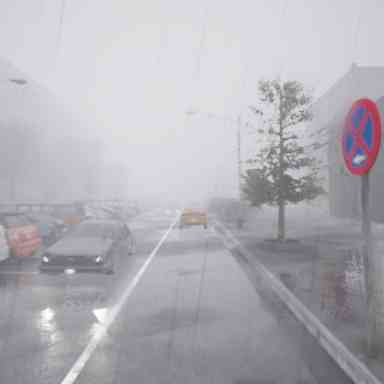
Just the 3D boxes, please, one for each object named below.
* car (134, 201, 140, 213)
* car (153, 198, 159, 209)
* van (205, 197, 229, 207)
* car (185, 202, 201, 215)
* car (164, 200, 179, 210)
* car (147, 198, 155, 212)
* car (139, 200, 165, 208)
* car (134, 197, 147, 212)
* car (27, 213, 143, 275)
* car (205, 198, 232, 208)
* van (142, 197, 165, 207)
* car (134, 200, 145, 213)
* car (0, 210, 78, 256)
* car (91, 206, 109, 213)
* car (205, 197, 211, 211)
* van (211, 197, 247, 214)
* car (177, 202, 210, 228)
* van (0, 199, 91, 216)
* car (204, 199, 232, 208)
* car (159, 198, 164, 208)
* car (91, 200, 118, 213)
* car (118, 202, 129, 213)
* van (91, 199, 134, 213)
[{"bbox_3d":[-7.644,1.813,30.759,4.892,1.521,2.231,0,-1,0],"label":"car"},{"bbox_3d":[-7.817,1.989,47.521,5.366,1.575,1.946,0,-1,0],"label":"car"},{"bbox_3d":[4.822,1.975,64.522,4.442,1.987,1.878,0,-1,0],"label":"van"},{"bbox_3d":[0.116,2.011,41.544,1.994,1.385,4.181,0,-1,0],"label":"car"},{"bbox_3d":[-3.039,2.060,54.111,1.882,1.535,5.008,0,-1,0],"label":"car"},{"bbox_3d":[-7.819,1.929,41.934,5.366,1.575,1.946,0,-1,0],"label":"car"},{"bbox_3d":[-7.655,2.225,64.260,4.792,1.488,2.163,0,-1,0],"label":"car"},{"bbox_3d":[-7.604,1.746,36.346,4.553,1.767,2.185,0,-1,0],"label":"car"},{"bbox_3d":[-3.095,1.668,11.119,2.033,1.411,5.357,0,-1,0],"label":"car"},{"bbox_3d":[4.672,1.988,58.955,4.553,1.767,2.185,0,-1,0],"label":"car"},{"bbox_3d":[-7.741,2.042,67.052,4.442,1.987,1.878,0,-1,0],"label":"van"},{"bbox_3d":[-7.631,1.843,33.554,4.892,1.521,2.231,0,-1,0],"label":"car"},{"bbox_3d":[-7.672,1.662,13.997,4.792,1.488,2.163,0,-1,0],"label":"car"},{"bbox_3d":[-7.640,1.732,19.586,4.674,1.452,2.002,0,-1,0],"label":"car"},{"bbox_3d":[4.887,2.079,56.035,5.366,1.575,1.946,0,-1,0],"label":"car"},{"bbox_3d":[4.812,1.678,39.417,4.442,1.987,1.878,0,-1,0],"label":"van"},{"bbox_3d":[0.110,1.742,24.526,1.882,1.535,5.008,0,0,0],"label":"car"},{"bbox_3d":[-7.760,1.436,16.795,4.442,1.987,1.878,0,-1,0],"label":"van"},{"bbox_3d":[4.709,2.148,61.743,5.008,1.535,2.097,0,-1,0],"label":"car"},{"bbox_3d":[-7.599,2.111,55.901,4.792,1.488,2.163,0,-1,0],"label":"car"},{"bbox_3d":[-7.672,1.596,22.380,4.553,1.767,2.185,0,-1,0],"label":"car"},{"bbox_3d":[-7.635,1.750,25.048,5.008,1.535,2.097,0,-1,0],"label":"car"},{"bbox_3d":[-7.522,1.556,27.969,4.442,1.987,1.878,0,-1,0],"label":"van"}]
